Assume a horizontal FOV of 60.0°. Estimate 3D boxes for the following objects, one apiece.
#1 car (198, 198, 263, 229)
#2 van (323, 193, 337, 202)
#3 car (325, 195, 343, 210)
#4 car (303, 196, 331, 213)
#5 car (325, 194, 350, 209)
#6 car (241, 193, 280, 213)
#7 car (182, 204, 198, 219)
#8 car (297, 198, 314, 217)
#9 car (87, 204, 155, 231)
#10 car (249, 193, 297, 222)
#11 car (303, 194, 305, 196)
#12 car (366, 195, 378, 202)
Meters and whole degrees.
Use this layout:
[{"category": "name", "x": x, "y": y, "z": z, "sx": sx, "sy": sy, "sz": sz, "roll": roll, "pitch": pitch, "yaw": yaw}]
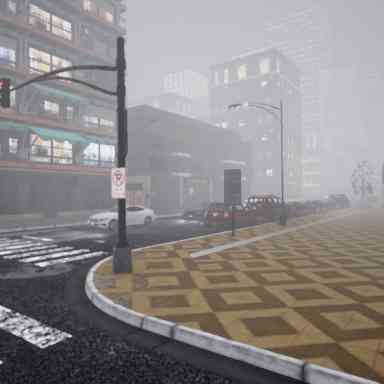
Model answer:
[{"category": "car", "x": 2.487, "y": 1.350, "z": 20.734, "sx": 1.967, "sy": 1.590, "sz": 4.097, "roll": -1, "pitch": 0, "yaw": 36}, {"category": "van", "x": 29.262, "y": 1.225, "z": 70.467, "sx": 1.690, "sy": 1.788, "sz": 3.998, "roll": -1, "pitch": 0, "yaw": 36}, {"category": "car", "x": 15.738, "y": 1.413, "z": 38.760, "sx": 2.008, "sy": 1.369, "sz": 4.403, "roll": -1, "pitch": 0, "yaw": 36}, {"category": "car", "x": 12.425, "y": 1.419, "z": 34.254, "sx": 1.887, "sy": 1.381, "sz": 4.507, "roll": -1, "pitch": 0, "yaw": 36}, {"category": "car", "x": 19.048, "y": 1.165, "z": 43.268, "sx": 2.192, "sy": 1.841, "sz": 5.009, "roll": -1, "pitch": 0, "yaw": 36}, {"category": "car", "x": 7.692, "y": 1.164, "z": 36.951, "sx": 2.150, "sy": 2.045, "sz": 5.566, "roll": -1, "pitch": 0, "yaw": 36}, {"category": "car", "x": 1.446, "y": 1.513, "z": 28.457, "sx": 2.033, "sy": 1.411, "sz": 5.357, "roll": -1, "pitch": 0, "yaw": 36}, {"category": "car", "x": 9.113, "y": 1.468, "z": 29.747, "sx": 1.802, "sy": 1.307, "sz": 4.206, "roll": -1, "pitch": 0, "yaw": 36}, {"category": "car", "x": -4.255, "y": 1.512, "z": 20.705, "sx": 1.812, "sy": 1.442, "sz": 4.674, "roll": -1, "pitch": 0, "yaw": 36}, {"category": "car", "x": 5.798, "y": 1.213, "z": 25.241, "sx": 2.192, "sy": 1.841, "sz": 5.009, "roll": -1, "pitch": 0, "yaw": 36}, {"category": "car", "x": 22.538, "y": 1.435, "z": 61.317, "sx": 1.752, "sy": 1.417, "sz": 4.829, "roll": -1, "pitch": 0, "yaw": 36}, {"category": "car", "x": 35.613, "y": 1.331, "z": 65.800, "sx": 1.887, "sy": 1.381, "sz": 4.507, "roll": -1, "pitch": 0, "yaw": 36}]
